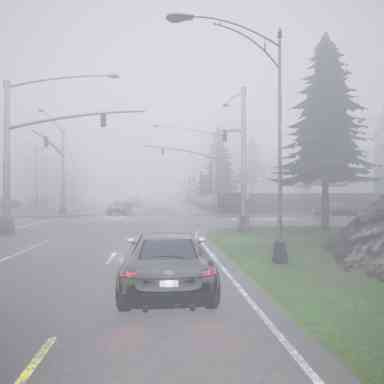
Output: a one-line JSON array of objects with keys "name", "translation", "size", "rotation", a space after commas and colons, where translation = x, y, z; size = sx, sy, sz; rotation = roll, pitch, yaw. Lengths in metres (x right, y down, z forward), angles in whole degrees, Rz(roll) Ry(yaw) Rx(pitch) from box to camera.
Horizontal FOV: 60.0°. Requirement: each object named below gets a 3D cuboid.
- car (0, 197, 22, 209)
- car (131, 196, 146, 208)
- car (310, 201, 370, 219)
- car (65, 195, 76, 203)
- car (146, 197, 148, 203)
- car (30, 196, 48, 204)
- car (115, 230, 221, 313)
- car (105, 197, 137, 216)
[{"name": "car", "translation": [-21.450, 1.339, 38.429], "size": [2.007, 1.523, 4.514], "rotation": [0, 0, -5]}, {"name": "car", "translation": [-8.234, 1.351, 48.180], "size": [2.097, 1.767, 4.553], "rotation": [0, 0, -6]}, {"name": "car", "translation": [12.626, 1.491, 28.457], "size": [4.902, 1.511, 2.128], "rotation": [0, 0, -7]}, {"name": "car", "translation": [-23.754, 1.374, 64.361], "size": [1.845, 1.501, 3.633], "rotation": [0, 0, -5]}, {"name": "car", "translation": [-10.128, 1.564, 68.362], "size": [1.994, 1.385, 4.181], "rotation": [0, 0, -6]}, {"name": "car", "translation": [-26.068, 1.384, 56.706], "size": [1.970, 1.475, 3.806], "rotation": [0, 0, -5]}, {"name": "car", "translation": [-0.584, 1.564, 7.784], "size": [1.994, 1.385, 4.181], "rotation": [0, 0, -5]}, {"name": "car", "translation": [-7.014, 1.547, 32.591], "size": [2.033, 1.411, 5.357], "rotation": [0, 0, -1]}]
